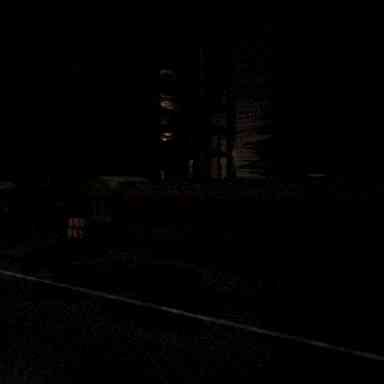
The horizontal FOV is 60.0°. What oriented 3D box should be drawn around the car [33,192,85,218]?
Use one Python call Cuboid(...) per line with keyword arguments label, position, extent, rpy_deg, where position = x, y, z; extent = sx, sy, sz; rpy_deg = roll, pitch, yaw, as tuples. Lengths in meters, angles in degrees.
Cuboid(label="car", position=(-10.522, 0.958, 25.751), extent=(3.866, 1.878, 1.905), rpy_deg=(0, 1, 32))
